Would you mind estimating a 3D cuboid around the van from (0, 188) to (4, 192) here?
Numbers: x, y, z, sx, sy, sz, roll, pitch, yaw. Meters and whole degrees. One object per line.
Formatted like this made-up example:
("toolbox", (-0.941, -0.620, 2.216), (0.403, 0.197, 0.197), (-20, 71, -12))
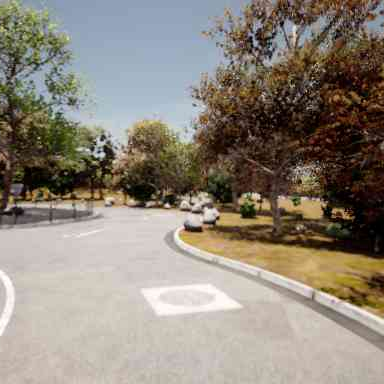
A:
("van", (-31.383, 0.349, 50.952), (4.442, 1.987, 1.878), (2, 1, -42))
